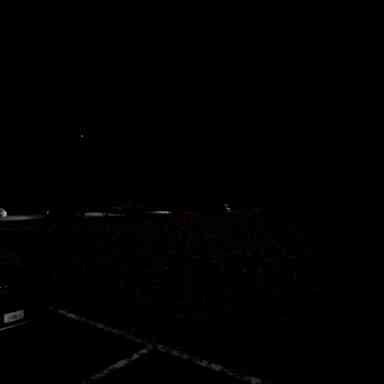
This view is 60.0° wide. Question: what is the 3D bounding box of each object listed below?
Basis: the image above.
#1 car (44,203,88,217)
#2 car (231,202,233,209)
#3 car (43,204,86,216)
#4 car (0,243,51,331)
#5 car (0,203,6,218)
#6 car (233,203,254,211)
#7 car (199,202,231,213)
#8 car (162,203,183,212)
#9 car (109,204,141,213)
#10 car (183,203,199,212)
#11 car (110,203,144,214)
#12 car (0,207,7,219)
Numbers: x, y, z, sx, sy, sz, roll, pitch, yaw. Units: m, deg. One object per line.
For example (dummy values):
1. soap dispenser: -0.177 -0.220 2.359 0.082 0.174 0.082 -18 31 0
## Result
1. car: -14.390 2.065 38.479 2.128 1.511 4.902 0 -1 36
2. car: 7.101 2.658 62.387 2.128 1.511 4.902 0 -1 36
3. car: -15.956 2.226 41.851 1.895 1.301 4.718 0 -1 36
4. car: -4.340 1.574 6.100 4.403 1.369 2.008 0 0 36
5. car: -21.841 1.941 33.746 1.837 1.490 4.892 0 -1 36
6. car: 9.732 2.713 60.478 1.994 1.385 4.181 0 -1 36
7. car: 3.692 2.456 52.070 1.837 1.490 4.892 0 -1 36
8. car: -2.597 2.503 54.652 2.033 1.411 5.357 0 -1 36
9. car: -10.031 2.418 50.001 1.895 1.301 4.718 0 -1 36
10. car: 1.217 2.465 54.195 2.128 1.511 4.902 0 -1 37
11. car: -8.869 2.230 46.074 1.882 1.535 5.008 0 -1 36
12. car: -19.813 1.926 30.975 1.812 1.442 4.674 0 -1 36
